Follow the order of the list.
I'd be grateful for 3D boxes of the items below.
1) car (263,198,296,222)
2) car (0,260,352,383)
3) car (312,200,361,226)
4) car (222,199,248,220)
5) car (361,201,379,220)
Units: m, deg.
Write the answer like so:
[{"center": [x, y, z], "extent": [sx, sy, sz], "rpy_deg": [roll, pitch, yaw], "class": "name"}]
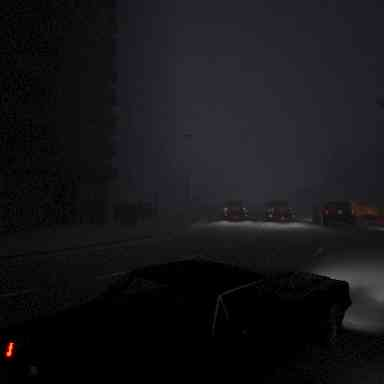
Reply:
[{"center": [6.961, 1.392, 26.898], "extent": [2.097, 1.767, 4.553], "rpy_deg": [0, 0, 6], "class": "car"}, {"center": [0.312, 1.612, 4.416], "extent": [4.718, 1.301, 1.895], "rpy_deg": [0, 0, -43], "class": "car"}, {"center": [9.978, 1.373, 23.699], "extent": [2.097, 1.767, 4.553], "rpy_deg": [0, 0, 10], "class": "car"}, {"center": [3.695, 1.476, 29.056], "extent": [2.097, 1.767, 4.553], "rpy_deg": [0, 0, 4], "class": "car"}, {"center": [14.257, 1.497, 28.777], "extent": [1.882, 1.535, 5.008], "rpy_deg": [0, 0, 4], "class": "car"}]
